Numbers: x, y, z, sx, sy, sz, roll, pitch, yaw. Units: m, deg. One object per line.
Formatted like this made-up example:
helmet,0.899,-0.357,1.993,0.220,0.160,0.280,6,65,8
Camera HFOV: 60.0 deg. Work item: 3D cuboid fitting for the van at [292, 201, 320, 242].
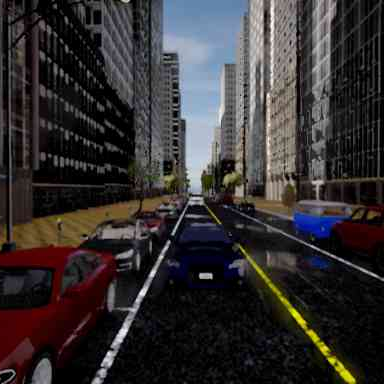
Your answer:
van,6.141,1.335,16.049,1.690,1.788,3.998,-1,0,0

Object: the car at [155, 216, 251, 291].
car,0.320,1.561,8.894,1.994,1.385,4.181,0,0,1

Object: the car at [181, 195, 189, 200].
car,-1.767,1.511,89.988,2.008,1.369,4.403,-1,0,0

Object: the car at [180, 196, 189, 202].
car,-1.840,1.532,78.621,1.947,1.339,4.313,-1,0,0

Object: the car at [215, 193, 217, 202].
car,6.466,1.287,67.201,2.192,1.841,5.009,-1,0,0

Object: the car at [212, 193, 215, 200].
car,6.540,1.406,78.568,1.967,1.590,4.097,-1,0,0

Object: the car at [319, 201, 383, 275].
car,6.104,1.311,10.365,2.192,1.841,5.009,-1,0,0

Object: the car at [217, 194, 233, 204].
car,6.430,1.290,61.517,2.192,1.841,5.009,-1,0,0

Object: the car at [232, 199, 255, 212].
car,6.288,1.535,38.782,2.008,1.369,4.403,-1,0,0

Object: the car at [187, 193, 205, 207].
car,0.675,1.202,49.779,2.150,2.045,5.566,0,0,0

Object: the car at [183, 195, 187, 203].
car,-2.020,1.562,50.203,1.802,1.307,4.206,-1,0,0

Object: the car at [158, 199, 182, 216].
car,-2.166,1.541,27.469,2.008,1.369,4.403,-1,0,0

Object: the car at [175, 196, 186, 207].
car,-2.093,1.536,38.836,2.008,1.369,4.403,-1,0,0

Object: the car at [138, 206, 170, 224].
car,-2.237,1.576,16.102,1.802,1.307,4.206,-1,0,0

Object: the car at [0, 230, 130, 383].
car,-2.310,1.543,4.735,1.887,1.381,4.507,-1,0,0

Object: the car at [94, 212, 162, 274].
car,-2.275,1.547,10.419,2.008,1.369,4.403,-1,0,0

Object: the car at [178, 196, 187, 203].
car,-1.913,1.498,67.084,1.752,1.417,4.829,-1,0,0
